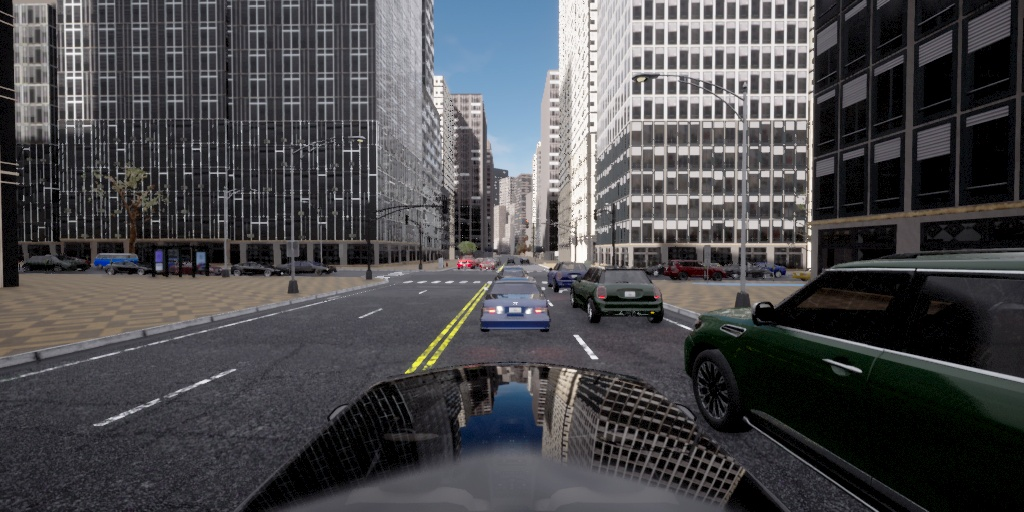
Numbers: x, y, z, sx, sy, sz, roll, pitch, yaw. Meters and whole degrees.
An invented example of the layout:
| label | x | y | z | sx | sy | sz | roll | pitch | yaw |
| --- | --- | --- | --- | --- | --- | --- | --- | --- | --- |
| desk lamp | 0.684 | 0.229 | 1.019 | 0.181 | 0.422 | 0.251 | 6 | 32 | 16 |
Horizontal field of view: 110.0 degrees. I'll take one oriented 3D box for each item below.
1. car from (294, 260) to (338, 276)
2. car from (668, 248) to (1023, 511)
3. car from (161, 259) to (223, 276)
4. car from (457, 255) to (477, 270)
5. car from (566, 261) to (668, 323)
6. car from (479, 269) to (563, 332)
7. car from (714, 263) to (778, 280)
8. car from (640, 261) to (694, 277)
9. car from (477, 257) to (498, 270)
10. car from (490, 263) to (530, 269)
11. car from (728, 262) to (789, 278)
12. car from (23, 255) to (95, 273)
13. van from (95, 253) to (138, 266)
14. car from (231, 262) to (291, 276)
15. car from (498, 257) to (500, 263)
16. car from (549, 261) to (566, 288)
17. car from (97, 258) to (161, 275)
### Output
| label | x | y | z | sx | sy | sz | roll | pitch | yaw |
| --- | --- | --- | --- | --- | --- | --- | --- | --- | --- |
| car | -19.994 | 1.135 | 34.875 | 5.357 | 1.411 | 2.033 | 1 | 1 | 1 |
| car | 3.345 | 0.971 | 2.394 | 2.150 | 2.045 | 5.566 | 0 | 0 | 0 |
| car | -28.493 | 1.136 | 32.336 | 4.207 | 1.307 | 1.802 | 0 | 0 | 1 |
| car | -6.721 | 0.933 | 53.374 | 2.150 | 2.045 | 5.566 | 0 | 0 | 0 |
| car | 3.324 | 1.097 | 12.240 | 2.097 | 1.767 | 4.553 | 0 | 0 | 0 |
| car | 0.079 | 1.293 | 10.793 | 2.033 | 1.411 | 5.357 | 0 | 0 | 0 |
| car | 22.247 | 1.470 | 34.277 | 4.892 | 1.490 | 1.837 | 0 | 1 | 1 |
| car | 16.206 | 1.364 | 37.589 | 4.892 | 1.490 | 1.837 | 0 | 1 | -1 |
| car | -3.440 | 1.066 | 51.230 | 2.097 | 1.767 | 4.553 | 0 | 0 | -1 |
| car | 0.052 | 1.304 | 20.036 | 1.994 | 1.385 | 4.181 | 0 | 0 | 0 |
| car | 25.684 | 1.420 | 37.426 | 5.008 | 1.535 | 1.882 | 1 | 1 | 1 |
| car | -44.862 | 0.713 | 35.339 | 4.553 | 1.767 | 2.097 | 0 | 1 | 1 |
| van | -45.388 | 0.602 | 41.127 | 3.998 | 1.789 | 1.690 | 0 | 0 | 1 |
| car | -22.809 | 1.172 | 32.217 | 4.313 | 1.339 | 1.948 | 0 | 0 | 1 |
| car | -3.480 | 1.229 | 60.074 | 1.812 | 1.442 | 4.674 | 0 | 0 | 0 |
| car | 3.300 | 1.091 | 21.104 | 2.097 | 1.767 | 4.553 | 0 | 0 | 0 |
| car | -34.174 | 1.067 | 32.495 | 4.313 | 1.339 | 1.948 | 0 | 0 | 1 |
